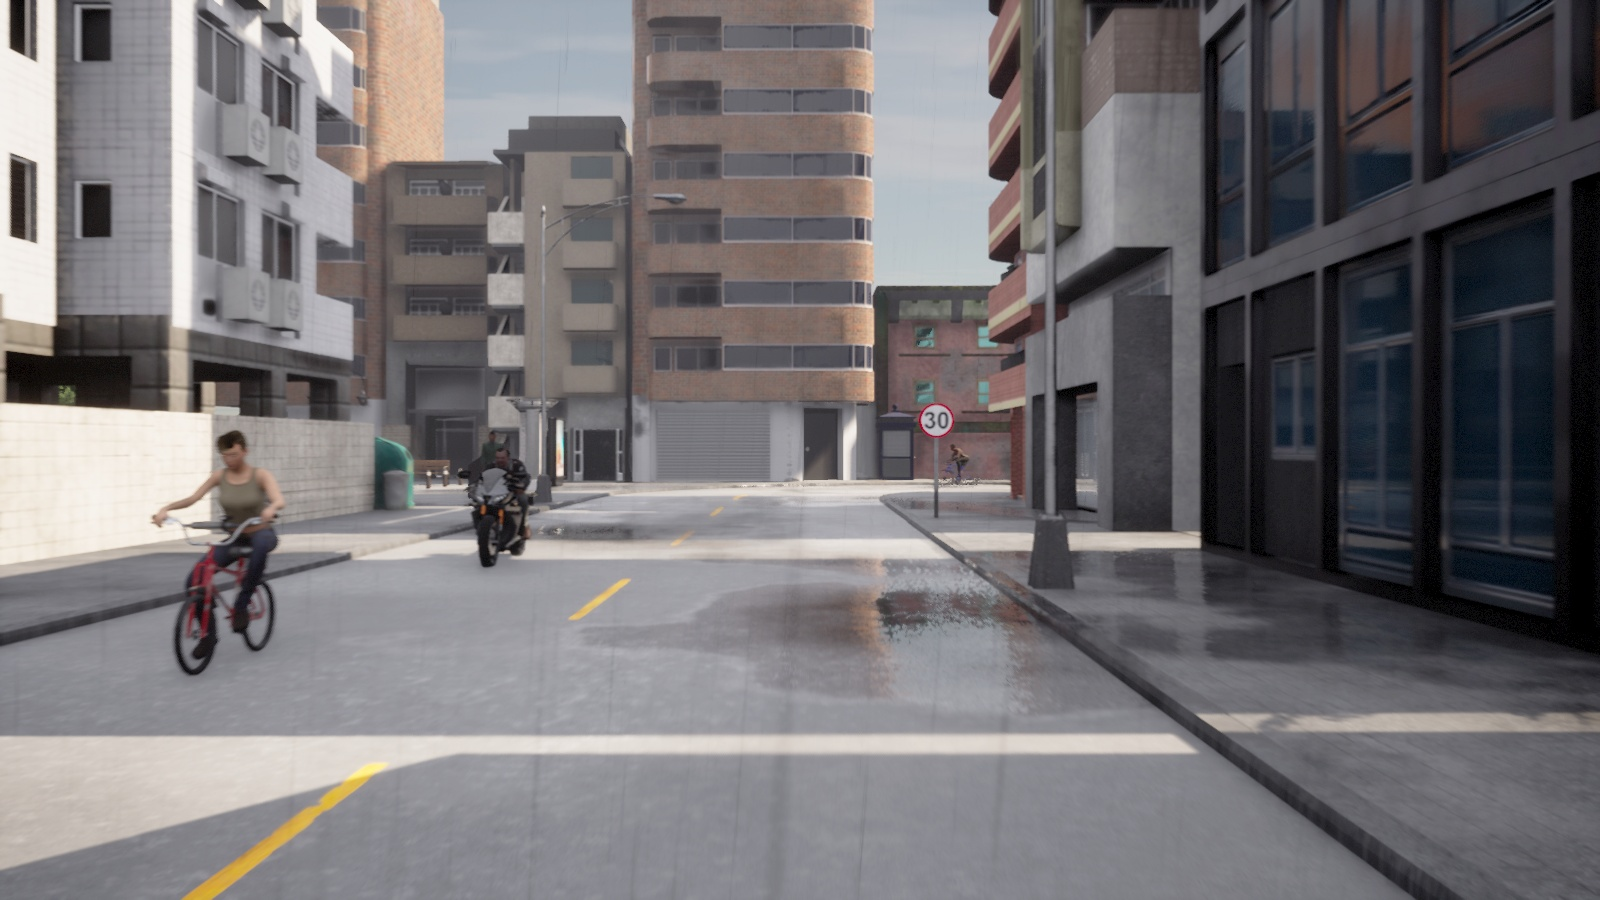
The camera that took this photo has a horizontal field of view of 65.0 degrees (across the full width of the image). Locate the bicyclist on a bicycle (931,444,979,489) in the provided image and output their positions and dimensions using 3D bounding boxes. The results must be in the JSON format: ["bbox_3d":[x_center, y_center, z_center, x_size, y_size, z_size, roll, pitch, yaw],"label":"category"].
[{"bbox_3d":[5.730,0.595,46.323,1.656,1.620,0.582,0,1,-14],"label":"bicyclist on a bicycle"}]

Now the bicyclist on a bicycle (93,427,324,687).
[{"bbox_3d":[-3.951,0.660,8.537,0.866,1.612,1.509,0,0,0],"label":"bicyclist on a bicycle"}]

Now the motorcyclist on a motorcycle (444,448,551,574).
[{"bbox_3d":[-3.904,0.740,16.398,0.866,1.530,2.191,0,0,0],"label":"motorcyclist on a motorcycle"}]

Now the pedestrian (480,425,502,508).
[{"bbox_3d":[-7.297,0.380,29.688,0.423,1.949,0.788,0,0,-9],"label":"pedestrian"}]
